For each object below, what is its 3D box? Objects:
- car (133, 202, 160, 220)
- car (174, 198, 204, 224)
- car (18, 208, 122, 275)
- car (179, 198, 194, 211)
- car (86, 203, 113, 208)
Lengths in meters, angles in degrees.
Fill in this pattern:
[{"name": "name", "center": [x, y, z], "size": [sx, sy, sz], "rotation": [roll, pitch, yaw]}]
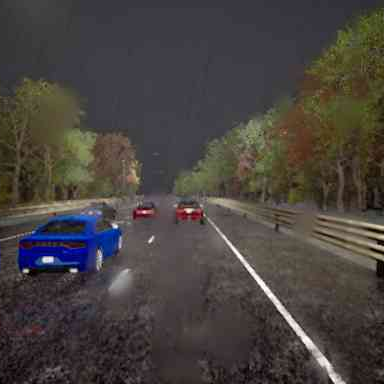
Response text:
[{"name": "car", "center": [-3.823, 1.576, 28.493], "size": [1.994, 1.385, 4.181], "rotation": [0, 0, -1]}, {"name": "car", "center": [-0.244, 1.348, 24.824], "size": [2.097, 1.767, 4.553], "rotation": [0, 0, -1]}, {"name": "car", "center": [-3.494, 1.477, 10.474], "size": [1.882, 1.535, 5.008], "rotation": [0, 0, -1]}, {"name": "car", "center": [-0.736, 1.553, 43.134], "size": [1.812, 1.442, 4.674], "rotation": [0, 0, -2]}, {"name": "car", "center": [-7.264, 1.566, 26.246], "size": [2.033, 1.411, 5.357], "rotation": [0, 0, -1]}]
